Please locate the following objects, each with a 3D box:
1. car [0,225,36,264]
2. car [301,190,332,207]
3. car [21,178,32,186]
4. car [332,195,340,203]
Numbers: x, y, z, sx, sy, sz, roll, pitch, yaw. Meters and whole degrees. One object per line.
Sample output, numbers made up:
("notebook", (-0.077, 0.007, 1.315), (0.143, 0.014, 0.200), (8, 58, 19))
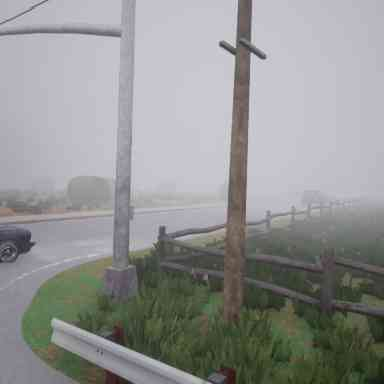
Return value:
("car", (-6.609, 1.280, 8.363), (1.895, 1.301, 4.718), (4, 3, 42))
("car", (15.463, 0.817, 41.796), (2.150, 2.045, 5.566), (3, 2, 34))
("car", (-39.119, -2.288, 79.212), (1.905, 1.878, 3.866), (8, 2, -13))
("car", (21.217, 1.139, 50.692), (1.994, 1.385, 4.181), (3, 2, 33))
